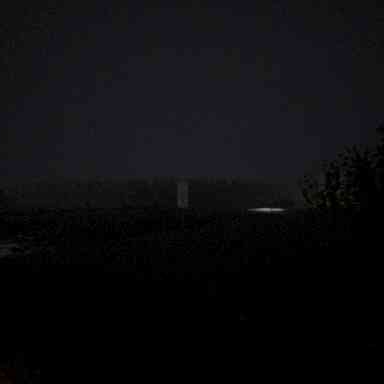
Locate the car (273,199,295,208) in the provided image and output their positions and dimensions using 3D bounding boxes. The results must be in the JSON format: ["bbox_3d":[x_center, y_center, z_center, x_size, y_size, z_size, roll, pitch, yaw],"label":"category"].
[{"bbox_3d":[13.912,1.715,50.111,1.895,1.301,4.718,1,1,34],"label":"car"}]
